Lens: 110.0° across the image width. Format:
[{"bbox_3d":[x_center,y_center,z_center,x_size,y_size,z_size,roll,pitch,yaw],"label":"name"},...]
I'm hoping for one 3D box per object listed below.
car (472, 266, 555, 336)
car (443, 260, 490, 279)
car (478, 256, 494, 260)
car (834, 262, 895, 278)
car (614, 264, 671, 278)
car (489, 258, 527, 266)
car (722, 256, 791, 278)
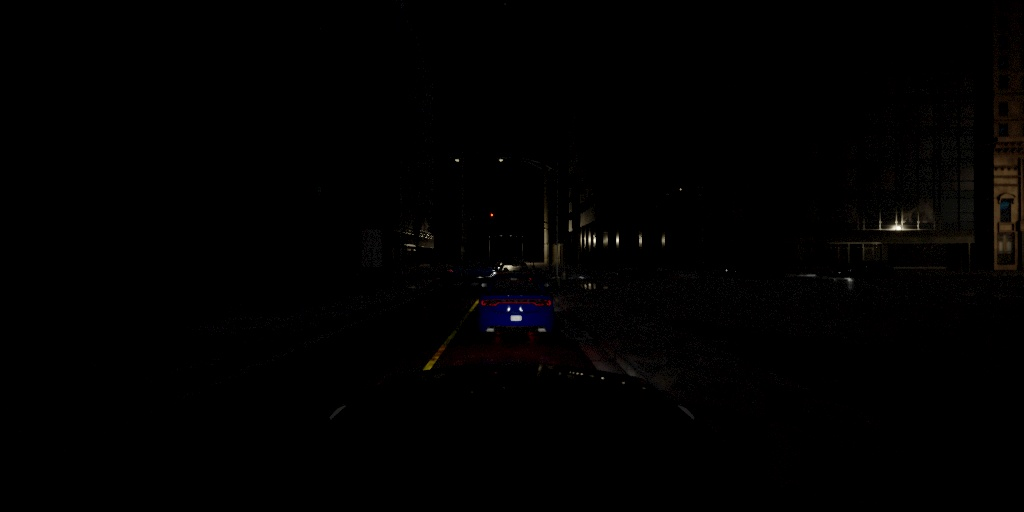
[{"bbox_3d":[0.093,1.227,10.414,1.882,1.535,5.008,0,0,0],"label":"car"},{"bbox_3d":[-3.479,1.306,32.529,5.357,1.411,2.033,0,0,-32],"label":"car"},{"bbox_3d":[-3.136,0.990,45.826,2.150,2.045,5.566,0,0,-2],"label":"car"},{"bbox_3d":[32.753,1.268,33.321,4.674,1.442,1.812,0,0,0],"label":"car"},{"bbox_3d":[12.024,1.364,33.308,4.718,1.301,1.895,0,0,3],"label":"car"},{"bbox_3d":[0.140,1.103,19.283,2.097,1.767,4.553,0,0,2],"label":"car"},{"bbox_3d":[22.699,0.979,33.324,5.566,2.045,2.150,0,0,0],"label":"car"}]
